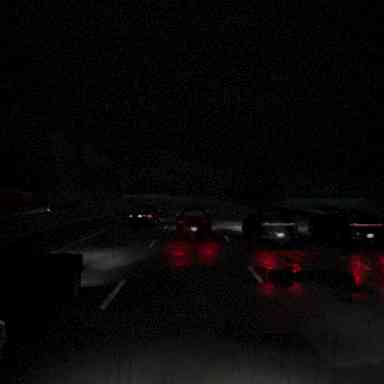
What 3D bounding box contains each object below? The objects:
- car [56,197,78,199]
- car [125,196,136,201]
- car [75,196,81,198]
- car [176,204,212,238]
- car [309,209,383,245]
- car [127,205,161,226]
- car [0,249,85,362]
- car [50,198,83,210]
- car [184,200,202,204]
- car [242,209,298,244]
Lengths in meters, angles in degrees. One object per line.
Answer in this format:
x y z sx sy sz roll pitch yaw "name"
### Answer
-17.570 1.701 45.016 1.994 1.385 4.181 0 0 0 "car"
-13.949 1.728 75.844 1.812 1.442 4.674 0 0 1 "car"
-24.493 1.566 69.352 2.097 1.767 4.553 0 0 0 "car"
0.102 1.580 18.090 1.812 1.442 4.674 0 0 0 "car"
7.101 1.539 15.670 2.128 1.511 4.902 0 0 0 "car"
-3.396 1.621 24.206 2.033 1.411 5.357 0 0 0 "car"
-3.399 1.618 5.608 1.895 1.301 4.718 0 0 0 "car"
-14.087 1.716 37.800 1.895 1.301 4.718 0 0 0 "car"
0.105 1.587 36.192 1.882 1.535 5.008 0 0 0 "car"
3.602 1.540 15.946 2.128 1.511 4.902 0 0 0 "car"
